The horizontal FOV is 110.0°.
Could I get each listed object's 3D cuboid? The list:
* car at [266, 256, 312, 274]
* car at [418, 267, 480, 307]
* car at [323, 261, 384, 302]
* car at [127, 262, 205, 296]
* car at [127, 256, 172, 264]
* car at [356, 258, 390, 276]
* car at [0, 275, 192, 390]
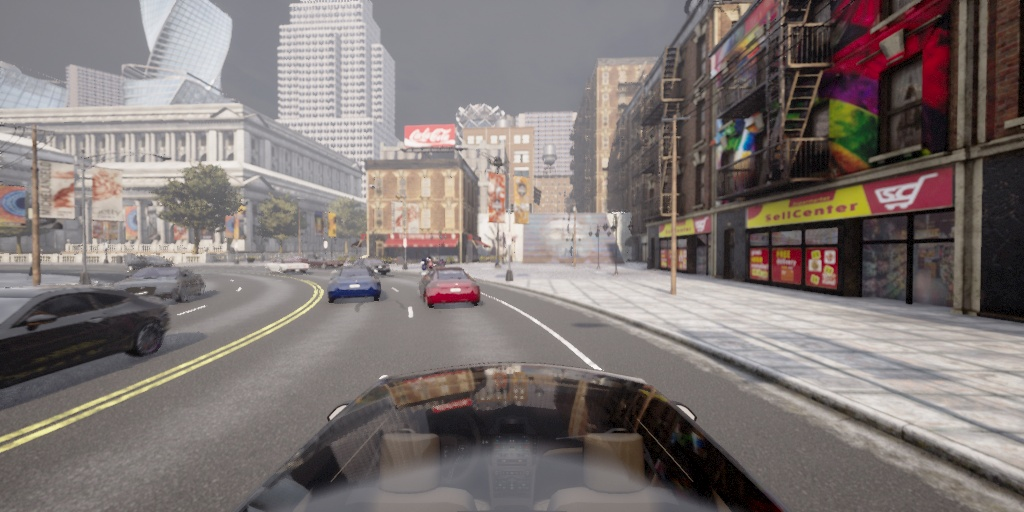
[{"bbox_3d":[-20.150,0.906,32.015,4.718,1.301,1.895,1,1,37],"label":"car"},{"bbox_3d":[-2.627,1.128,14.425,1.994,1.385,4.181,0,1,-19],"label":"car"},{"bbox_3d":[-6.895,1.108,15.764,1.994,1.385,4.181,0,1,-23],"label":"car"},{"bbox_3d":[-14.176,1.125,14.551,1.994,1.385,4.181,0,1,-29],"label":"car"},{"bbox_3d":[-36.582,0.741,36.348,4.892,1.490,1.837,0,1,16],"label":"car"},{"bbox_3d":[-11.944,0.890,29.524,2.033,1.411,5.357,-1,1,-44],"label":"car"},{"bbox_3d":[-7.624,1.220,5.464,1.812,1.442,4.674,0,1,-10],"label":"car"}]
